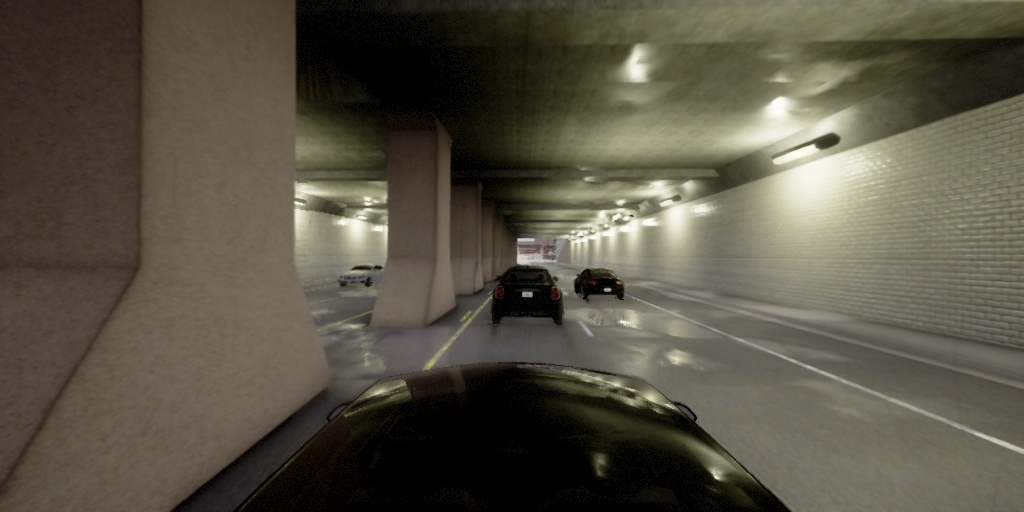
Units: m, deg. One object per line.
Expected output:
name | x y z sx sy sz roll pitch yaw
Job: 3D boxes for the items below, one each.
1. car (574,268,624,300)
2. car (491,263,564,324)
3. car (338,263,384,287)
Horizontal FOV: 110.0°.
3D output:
car | 4.226 1.297 17.816 1.812 1.442 4.674 0 0 2
car | 0.513 1.104 12.192 2.097 1.767 4.553 0 0 2
car | -9.711 1.226 23.945 1.812 1.442 4.674 0 0 3
